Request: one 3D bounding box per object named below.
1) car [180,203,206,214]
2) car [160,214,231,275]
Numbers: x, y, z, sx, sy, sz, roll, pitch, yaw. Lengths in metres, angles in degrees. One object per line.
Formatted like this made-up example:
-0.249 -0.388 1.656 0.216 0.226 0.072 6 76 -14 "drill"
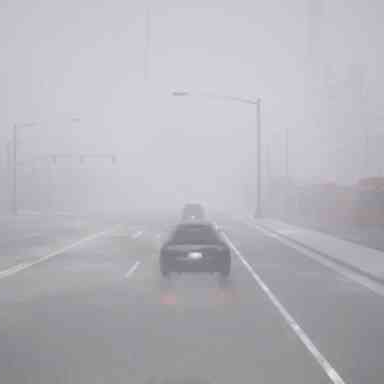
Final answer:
0.064 1.684 27.814 1.837 1.490 4.892 0 -1 0 "car"
0.087 1.630 10.659 1.994 1.385 4.181 0 0 0 "car"
